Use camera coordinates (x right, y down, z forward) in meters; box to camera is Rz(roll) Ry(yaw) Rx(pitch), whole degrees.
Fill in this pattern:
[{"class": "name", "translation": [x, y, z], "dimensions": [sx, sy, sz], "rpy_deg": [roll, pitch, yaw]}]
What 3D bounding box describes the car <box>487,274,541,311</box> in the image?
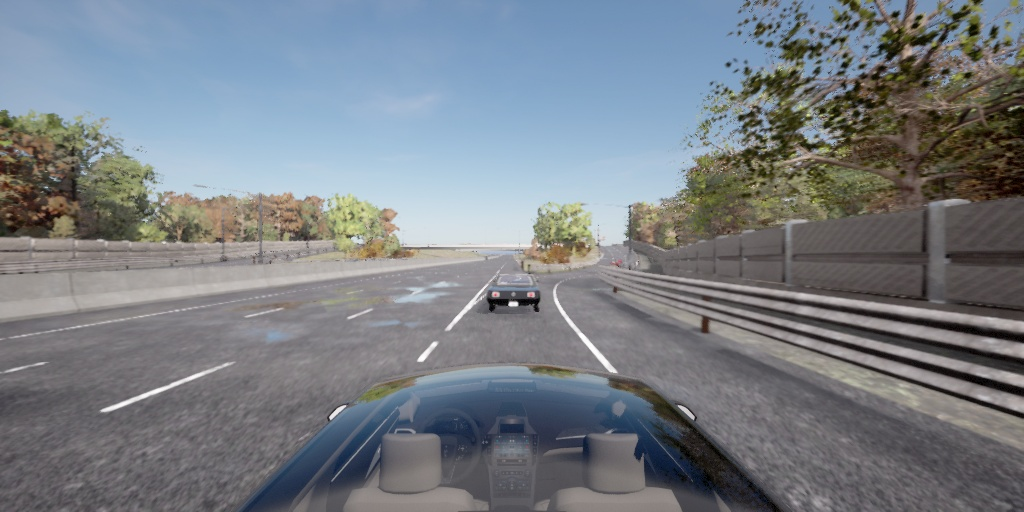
[{"class": "car", "translation": [0.178, 1.355, 14.491], "dimensions": [1.895, 1.301, 4.718], "rpy_deg": [0, 0, 3]}]
